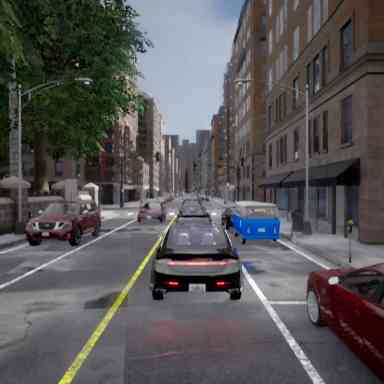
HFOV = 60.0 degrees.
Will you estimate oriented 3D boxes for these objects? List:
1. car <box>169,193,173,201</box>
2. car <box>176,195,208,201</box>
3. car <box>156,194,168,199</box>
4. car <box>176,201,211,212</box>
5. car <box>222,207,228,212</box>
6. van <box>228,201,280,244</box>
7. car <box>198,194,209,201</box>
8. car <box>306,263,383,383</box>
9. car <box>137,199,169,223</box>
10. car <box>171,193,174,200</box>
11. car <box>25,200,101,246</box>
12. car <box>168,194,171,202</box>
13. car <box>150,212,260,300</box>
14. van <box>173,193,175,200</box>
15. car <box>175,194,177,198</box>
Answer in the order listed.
[{"bbox_3d":[-5.704,1.518,69.997,1.887,1.381,4.507,0,0,0],"label":"car"},{"bbox_3d":[-0.015,1.348,27.467,2.097,1.767,4.553,0,0,0],"label":"car"},{"bbox_3d":[-5.698,1.501,58.925,1.752,1.417,4.829,0,0,0],"label":"car"},{"bbox_3d":[0.089,1.492,18.290,2.128,1.511,4.902,0,0,0],"label":"car"},{"bbox_3d":[2.845,1.565,21.111,1.947,1.339,4.313,0,0,0],"label":"car"},{"bbox_3d":[2.847,1.342,15.451,1.690,1.788,3.998,0,0,0],"label":"van"},{"bbox_3d":[2.818,1.414,75.488,1.967,1.590,4.097,0,0,0],"label":"car"},{"bbox_3d":[2.853,1.546,4.130,1.887,1.381,4.507,0,0,0],"label":"car"},{"bbox_3d":[-3.015,1.526,25.684,1.812,1.442,4.674,0,0,0],"label":"car"},{"bbox_3d":[-5.706,1.518,75.448,1.887,1.381,4.507,0,0,0],"label":"car"},{"bbox_3d":[-5.678,1.316,15.407,2.192,1.841,5.009,0,0,0],"label":"car"},{"bbox_3d":[-5.701,1.525,64.546,2.008,1.369,4.403,0,0,0],"label":"car"},{"bbox_3d":[0.096,1.493,8.351,2.128,1.511,4.902,0,0,0],"label":"car"},{"bbox_3d":[-5.710,1.316,80.898,1.690,1.788,3.998,0,0,0],"label":"van"},{"bbox_3d":[-5.712,1.527,86.349,2.008,1.369,4.403,0,0,0],"label":"car"}]
